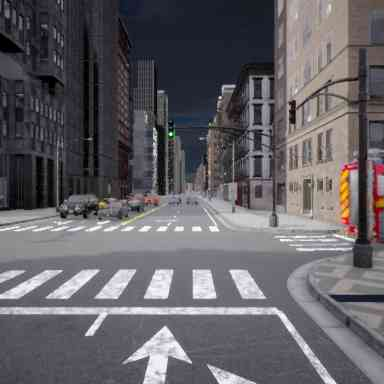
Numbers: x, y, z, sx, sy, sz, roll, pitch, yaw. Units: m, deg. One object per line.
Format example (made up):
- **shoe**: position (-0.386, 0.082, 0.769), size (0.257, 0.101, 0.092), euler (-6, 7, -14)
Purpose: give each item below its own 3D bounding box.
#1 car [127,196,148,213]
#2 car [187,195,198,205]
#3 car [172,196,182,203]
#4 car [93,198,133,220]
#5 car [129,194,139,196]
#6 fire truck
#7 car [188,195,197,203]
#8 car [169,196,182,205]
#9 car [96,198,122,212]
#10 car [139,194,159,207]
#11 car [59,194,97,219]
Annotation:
- **car**: position (-6.540, 1.495, 37.464), size (1.882, 1.535, 5.008), euler (0, 0, 0)
- **car**: position (0.087, 1.616, 59.971), size (1.994, 1.385, 4.181), euler (0, 0, 0)
- **car**: position (-3.149, 1.545, 69.565), size (1.882, 1.535, 5.008), euler (0, 0, 0)
- **car**: position (-6.534, 1.510, 28.046), size (1.837, 1.490, 4.892), euler (0, 0, -1)
- **car**: position (-9.731, 1.271, 56.649), size (2.150, 2.045, 5.566), euler (0, 0, 1)
- **fire truck**: position (10.492, 0.208, 12.988), size (8.468, 3.827, 2.891), euler (0, 0, 0)
- **car**: position (0.101, 1.443, 69.976), size (1.812, 1.442, 4.674), euler (0, 0, 0)
- **car**: position (-3.165, 1.599, 59.143), size (2.033, 1.411, 5.357), euler (0, 0, 0)
- **car**: position (-9.786, 1.498, 39.562), size (1.882, 1.535, 5.008), euler (0, 0, 0)
- **car**: position (-6.505, 1.263, 53.059), size (2.150, 2.045, 5.566), euler (0, 0, 0)
- **car**: position (-9.818, 1.228, 29.498), size (2.150, 2.045, 5.566), euler (0, 0, -2)
